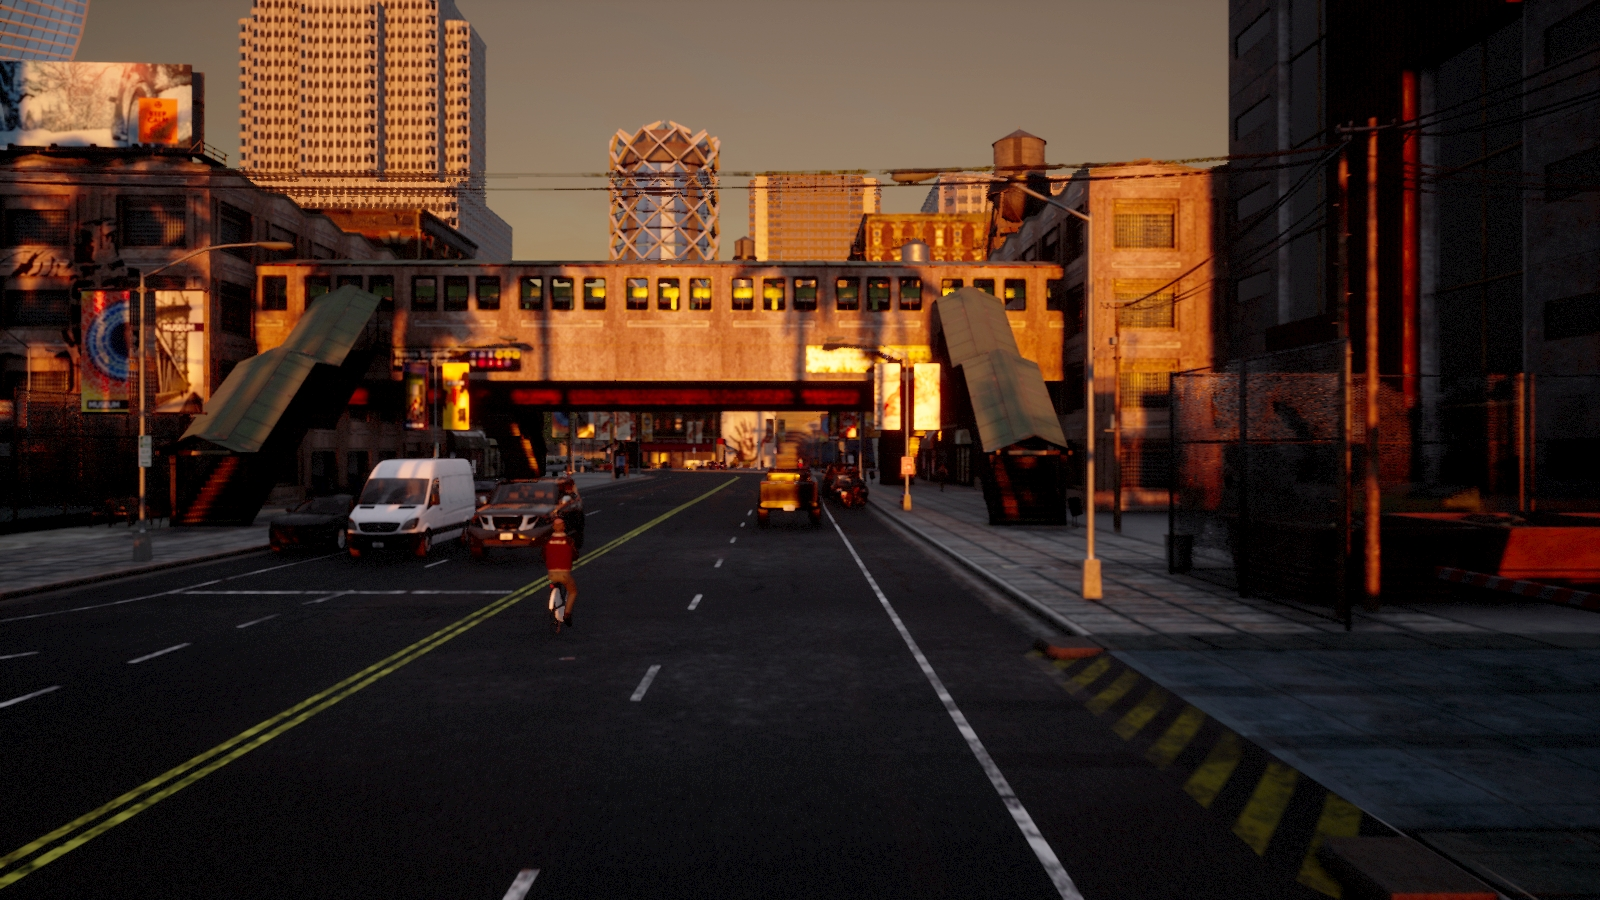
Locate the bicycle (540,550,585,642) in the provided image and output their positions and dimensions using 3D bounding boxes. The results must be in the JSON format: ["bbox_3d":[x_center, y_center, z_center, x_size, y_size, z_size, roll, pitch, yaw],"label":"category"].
[{"bbox_3d":[-3.647,2.214,17.616,0.329,1.171,1.835,0,0,-1],"label":"bicycle"}]

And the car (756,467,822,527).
[{"bbox_3d":[-0.428,1.763,44.902,2.390,2.098,6.274,0,0,-1],"label":"car"}]

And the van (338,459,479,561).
[{"bbox_3d":[-10.794,1.543,32.049,1.988,2.561,5.915,0,0,-1],"label":"van"}]

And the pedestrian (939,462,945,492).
[{"bbox_3d":[8.930,1.709,71.674,0.375,1.860,0.375,0,0,6],"label":"pedestrian"}]

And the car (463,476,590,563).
[{"bbox_3d":[-7.283,1.787,31.081,2.150,2.045,5.566,0,0,0],"label":"car"}]
